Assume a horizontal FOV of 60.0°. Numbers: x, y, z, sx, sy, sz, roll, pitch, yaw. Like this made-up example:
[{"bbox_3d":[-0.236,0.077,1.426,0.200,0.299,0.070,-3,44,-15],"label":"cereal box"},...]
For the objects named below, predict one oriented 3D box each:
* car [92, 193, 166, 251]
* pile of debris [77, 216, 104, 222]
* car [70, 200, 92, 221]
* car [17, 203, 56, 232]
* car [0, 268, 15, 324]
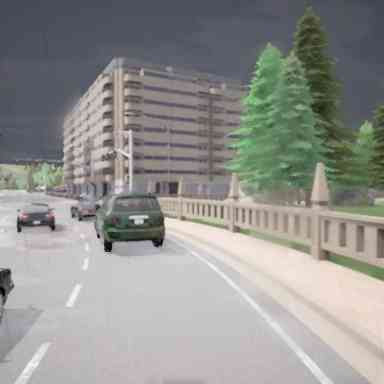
[{"bbox_3d":[-2.680,1.058,13.610,2.150,2.045,5.566,0,1,-20],"label":"car"},{"bbox_3d":[-7.255,1.905,23.608,1.500,0.140,1.860,-1,1,-29],"label":"pile of debris"},{"bbox_3d":[-7.594,1.270,24.222,2.033,1.411,5.357,-1,1,-28],"label":"car"},{"bbox_3d":[-8.676,1.326,18.554,1.812,1.442,4.674,-1,1,-26],"label":"car"},{"bbox_3d":[-3.819,1.569,3.673,1.895,1.301,4.718,0,1,-6],"label":"car"}]
